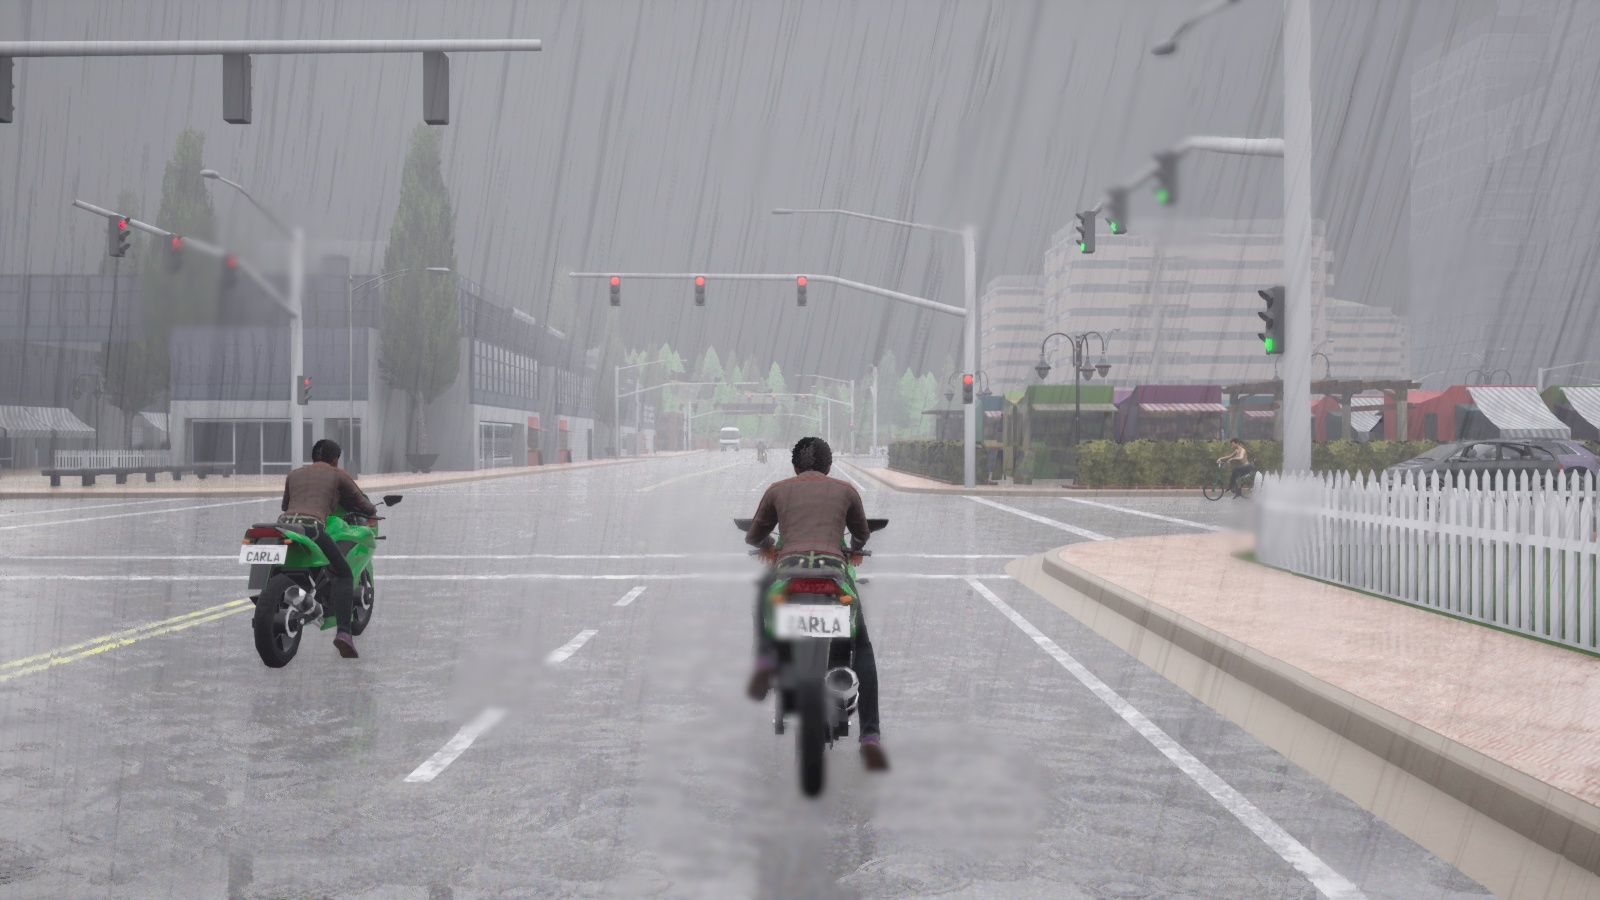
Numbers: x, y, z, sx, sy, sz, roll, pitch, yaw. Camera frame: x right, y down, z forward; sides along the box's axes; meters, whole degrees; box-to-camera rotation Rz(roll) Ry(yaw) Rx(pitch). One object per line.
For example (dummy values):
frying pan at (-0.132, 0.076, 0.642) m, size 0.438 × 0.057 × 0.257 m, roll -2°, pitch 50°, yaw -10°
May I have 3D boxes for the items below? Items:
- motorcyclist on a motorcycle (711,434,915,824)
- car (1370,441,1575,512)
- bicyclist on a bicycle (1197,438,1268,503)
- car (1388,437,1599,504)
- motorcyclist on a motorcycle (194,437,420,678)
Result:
motorcyclist on a motorcycle at (0.056, 0.695, 5.932) m, size 0.797 × 1.523 × 2.044 m, roll 0°, pitch 0°, yaw 0°
car at (15.225, 0.576, 28.550) m, size 3.705 × 1.549 × 1.789 m, roll 0°, pitch 0°, yaw -1°
bicyclist on a bicycle at (11.005, 0.511, 31.967) m, size 1.509 × 1.612 × 0.866 m, roll 0°, pitch 0°, yaw -1°
car at (17.933, 0.510, 32.101) m, size 4.856 × 1.649 × 2.033 m, roll 0°, pitch 0°, yaw -1°
motorcyclist on a motorcycle at (-3.424, 0.675, 8.958) m, size 0.797 × 1.523 × 2.044 m, roll 0°, pitch 0°, yaw 0°
